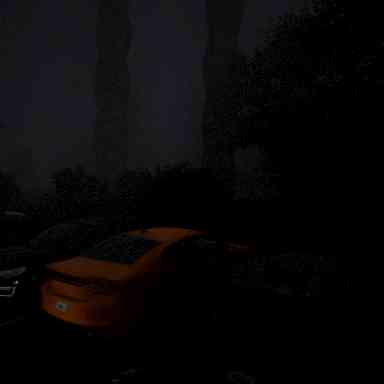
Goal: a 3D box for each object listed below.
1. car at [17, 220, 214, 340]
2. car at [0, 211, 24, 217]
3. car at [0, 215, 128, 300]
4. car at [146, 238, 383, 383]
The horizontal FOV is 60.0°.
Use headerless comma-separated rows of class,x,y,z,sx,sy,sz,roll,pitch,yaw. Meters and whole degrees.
car,-0.388,1.443,6.641,2.097,1.535,5.008,1,0,36
car,-4.848,1.416,9.865,2.163,1.488,4.792,1,1,35
car,-2.622,1.416,8.249,2.231,1.521,4.892,1,0,36
car,1.855,1.470,5.040,2.231,1.521,4.892,1,0,36
